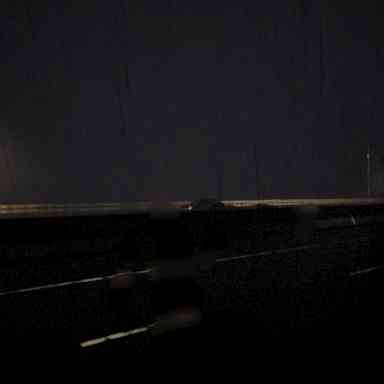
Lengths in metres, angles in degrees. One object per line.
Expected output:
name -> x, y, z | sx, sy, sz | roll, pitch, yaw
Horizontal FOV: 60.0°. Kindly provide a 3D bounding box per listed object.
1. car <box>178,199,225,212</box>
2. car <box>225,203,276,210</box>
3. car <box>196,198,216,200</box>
car -> 1.913, 1.547, 26.710 | 5.357, 1.411, 2.033 | 0, 0, -35
car -> 4.854, 1.568, 24.483 | 4.181, 1.385, 1.994 | 0, 0, -35
car -> 0.957, 1.352, 30.298 | 4.553, 1.767, 2.097 | 0, 0, -35
